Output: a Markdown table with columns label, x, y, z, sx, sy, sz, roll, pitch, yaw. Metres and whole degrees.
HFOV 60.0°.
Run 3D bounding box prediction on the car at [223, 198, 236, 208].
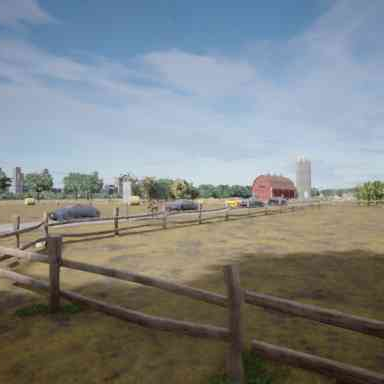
| label | x | y | z | sx | sy | sz | roll | pitch | yaw |
| --- | --- | --- | --- | --- | --- | --- | --- | --- | --- |
| car | 6.412 | 1.617 | 50.004 | 1.882 | 1.535 | 5.008 | -2 | -1 | 36 |

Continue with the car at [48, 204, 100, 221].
| label | x | y | z | sx | sy | sz | roll | pitch | yaw |
| --- | --- | --- | --- | --- | --- | --- | --- | --- | --- |
| car | -9.702 | 1.659 | 27.409 | 1.994 | 1.385 | 4.181 | -2 | -1 | 36 |

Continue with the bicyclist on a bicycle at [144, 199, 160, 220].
| label | x | y | z | sx | sy | sz | roll | pitch | yaw |
| --- | --- | --- | --- | --- | --- | --- | --- | --- | --- |
| bicyclist on a bicycle | -3.160 | 1.415 | 26.297 | 1.656 | 1.620 | 0.582 | 0 | 0 | 35 |

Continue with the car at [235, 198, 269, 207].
| label | x | y | z | sx | sy | sz | roll | pitch | yaw |
| --- | --- | --- | --- | --- | --- | --- | --- | --- | --- |
| car | 8.873 | 1.602 | 48.553 | 2.033 | 1.411 | 5.357 | -2 | -1 | 36 |

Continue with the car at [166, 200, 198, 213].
| label | x | y | z | sx | sy | sz | roll | pitch | yaw |
| --- | --- | --- | --- | --- | --- | --- | --- | --- | --- |
| car | -1.160 | 1.663 | 39.434 | 2.033 | 1.411 | 5.357 | -2 | -1 | 36 |

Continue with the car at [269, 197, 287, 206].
| label | x | y | z | sx | sy | sz | roll | pitch | yaw |
| --- | --- | --- | --- | --- | --- | --- | --- | --- | --- |
| car | 14.574 | 1.608 | 56.669 | 1.837 | 1.490 | 4.892 | -2 | -2 | 35 |
